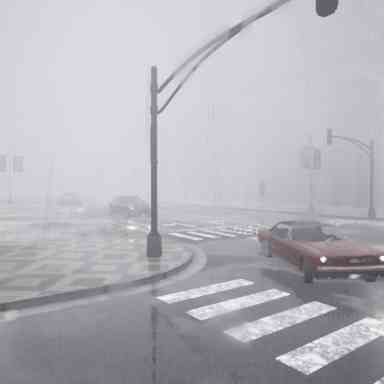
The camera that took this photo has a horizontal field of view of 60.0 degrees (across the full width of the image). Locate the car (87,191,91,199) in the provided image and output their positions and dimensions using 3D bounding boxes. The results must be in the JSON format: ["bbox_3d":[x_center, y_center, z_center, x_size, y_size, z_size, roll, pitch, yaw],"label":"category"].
[{"bbox_3d":[-21.705,0.520,66.168,1.882,1.535,5.008,0,1,-36],"label":"car"}]

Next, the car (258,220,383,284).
[{"bbox_3d":[3.491,1.564,9.754,1.895,1.301,4.718,0,1,-6],"label":"car"}]

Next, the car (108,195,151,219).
[{"bbox_3d":[-4.759,1.046,25.628,2.097,1.767,4.553,0,1,-36],"label":"car"}]

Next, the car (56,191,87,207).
[{"bbox_3d":[-14.367,0.810,38.974,2.097,1.767,4.553,0,1,-36],"label":"car"}]
